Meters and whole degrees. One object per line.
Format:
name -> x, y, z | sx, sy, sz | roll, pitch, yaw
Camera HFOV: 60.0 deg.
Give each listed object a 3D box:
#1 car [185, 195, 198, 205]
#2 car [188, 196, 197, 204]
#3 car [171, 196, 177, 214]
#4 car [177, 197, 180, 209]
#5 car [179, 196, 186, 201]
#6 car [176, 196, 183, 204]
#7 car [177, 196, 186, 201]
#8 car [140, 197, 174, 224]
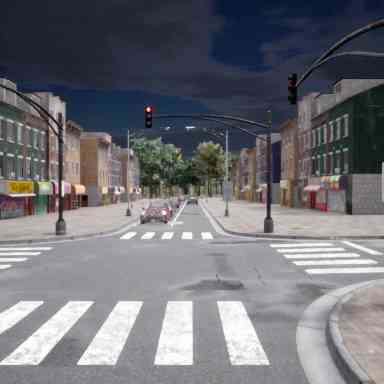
car -> 0.114, 1.569, 59.348 | 1.812, 1.442, 4.674 | 0, 0, 0
car -> 0.112, 1.535, 68.463 | 1.882, 1.535, 5.008 | 0, 0, 0
car -> -2.639, 1.448, 30.018 | 1.967, 1.590, 4.097 | -1, 0, 0
car -> -2.636, 1.579, 35.452 | 1.947, 1.339, 4.313 | -1, 0, 0
car -> -2.621, 1.678, 89.800 | 1.802, 1.307, 4.206 | -1, 0, 0
car -> -2.634, 1.570, 46.322 | 1.887, 1.381, 4.507 | -1, 0, 0
car -> -2.623, 1.652, 84.365 | 1.947, 1.339, 4.313 | -1, 0, 0
car -> -2.641, 1.445, 24.583 | 1.967, 1.590, 4.097 | -1, 0, 0
